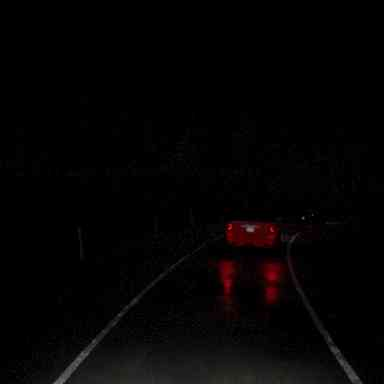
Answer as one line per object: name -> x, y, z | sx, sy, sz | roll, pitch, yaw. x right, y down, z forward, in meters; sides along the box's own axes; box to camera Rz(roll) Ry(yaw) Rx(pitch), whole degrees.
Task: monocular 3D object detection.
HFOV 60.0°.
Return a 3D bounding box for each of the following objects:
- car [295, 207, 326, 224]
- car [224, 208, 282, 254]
car -> 11.063, 2.179, 30.961 | 1.812, 1.442, 4.674 | 3, -1, 35
car -> 2.779, 1.471, 14.543 | 2.097, 1.767, 4.553 | 1, -1, 16
